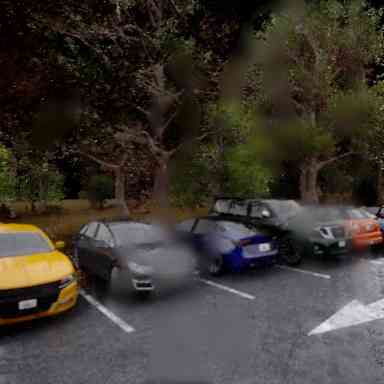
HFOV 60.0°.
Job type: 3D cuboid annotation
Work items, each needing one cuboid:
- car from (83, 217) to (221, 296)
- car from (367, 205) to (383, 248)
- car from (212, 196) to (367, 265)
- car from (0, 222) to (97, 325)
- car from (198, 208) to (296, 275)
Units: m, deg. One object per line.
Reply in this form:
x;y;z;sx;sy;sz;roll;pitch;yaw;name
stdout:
-1.740;1.460;8.828;2.231;1.521;4.892;0;0;-36;car
5.081;1.284;13.651;2.185;1.767;4.553;0;0;-36;car
2.813;1.176;12.035;2.435;2.045;5.566;0;0;-36;car
-4.006;1.475;7.209;2.097;1.535;5.008;0;0;-36;car
0.513;1.473;10.463;2.163;1.488;4.792;0;0;-35;car
